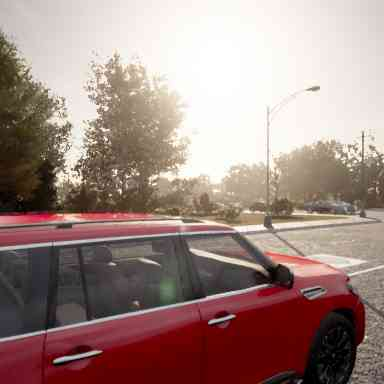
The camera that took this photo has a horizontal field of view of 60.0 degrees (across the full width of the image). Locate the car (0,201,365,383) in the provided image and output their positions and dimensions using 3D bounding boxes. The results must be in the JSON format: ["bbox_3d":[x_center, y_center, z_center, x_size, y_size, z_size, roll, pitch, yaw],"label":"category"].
[{"bbox_3d":[-0.466,1.222,3.424,5.566,2.045,2.150,0,0,-37],"label":"car"}]

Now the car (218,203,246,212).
[{"bbox_3d":[6.649,2.600,55.866,1.837,1.490,4.892,0,-3,-32],"label":"car"}]

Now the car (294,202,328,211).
[{"bbox_3d":[18.194,2.199,50.910,1.895,1.301,4.718,0,-3,-32],"label":"car"}]

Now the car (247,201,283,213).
[{"bbox_3d":[9.663,2.028,44.415,1.837,1.490,4.892,0,-3,-32],"label":"car"}]

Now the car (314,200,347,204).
[{"bbox_3d":[14.624,1.708,36.479,2.128,1.511,4.902,0,-1,-32],"label":"car"}]

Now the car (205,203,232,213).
[{"bbox_3d":[4.161,2.542,53.240,1.837,1.490,4.892,0,-3,-32],"label":"car"}]

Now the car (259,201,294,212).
[{"bbox_3d":[11.968,2.093,47.337,1.837,1.490,4.892,0,-3,-32],"label":"car"}]
